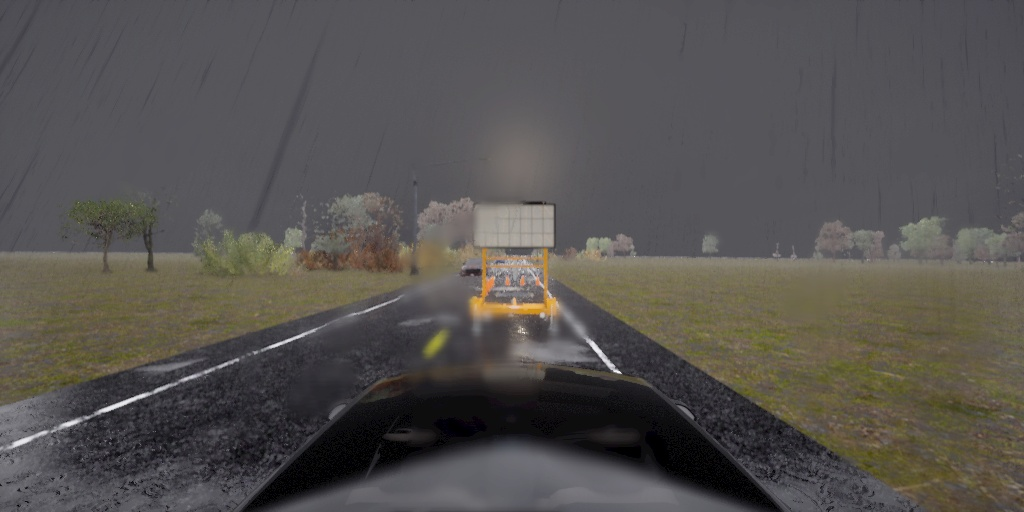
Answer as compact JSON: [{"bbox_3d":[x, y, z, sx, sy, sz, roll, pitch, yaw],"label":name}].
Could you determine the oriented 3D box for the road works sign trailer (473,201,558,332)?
[{"bbox_3d":[0.087,0.178,10.751,2.380,3.560,2.880,0,0,0],"label":"road works sign trailer"}]

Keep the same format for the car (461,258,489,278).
[{"bbox_3d":[-3.285,0.983,32.295,2.097,1.767,4.553,0,0,1],"label":"car"}]
